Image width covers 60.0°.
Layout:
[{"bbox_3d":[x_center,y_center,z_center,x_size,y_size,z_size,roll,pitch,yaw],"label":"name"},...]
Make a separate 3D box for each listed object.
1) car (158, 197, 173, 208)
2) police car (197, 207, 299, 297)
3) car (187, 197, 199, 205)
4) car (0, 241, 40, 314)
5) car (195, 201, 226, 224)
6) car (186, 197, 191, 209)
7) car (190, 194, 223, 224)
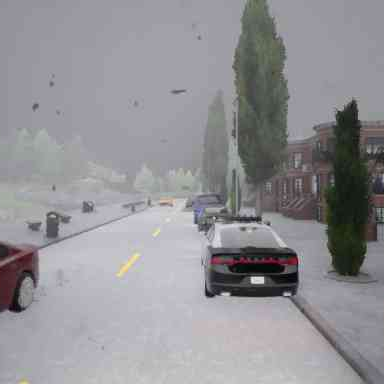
[{"bbox_3d":[-3.896,1.477,49.762,1.882,1.535,5.008,0,0,0],"label":"car"},{"bbox_3d":[1.218,1.425,8.729,1.930,1.638,5.238,0,0,0],"label":"police car"},{"bbox_3d":[0.125,1.564,58.925,1.994,1.385,4.181,0,0,0],"label":"car"},{"bbox_3d":[-4.091,1.477,4.883,1.882,1.535,5.008,0,0,0],"label":"car"},{"bbox_3d":[1.238,1.505,18.618,1.837,1.490,4.892,0,0,0],"label":"car"},{"bbox_3d":[0.115,1.601,46.190,1.895,1.301,4.718,0,0,1],"label":"car"},{"bbox_3d":[1.191,1.174,24.649,2.150,2.045,5.566,-3,0,0],"label":"car"}]
